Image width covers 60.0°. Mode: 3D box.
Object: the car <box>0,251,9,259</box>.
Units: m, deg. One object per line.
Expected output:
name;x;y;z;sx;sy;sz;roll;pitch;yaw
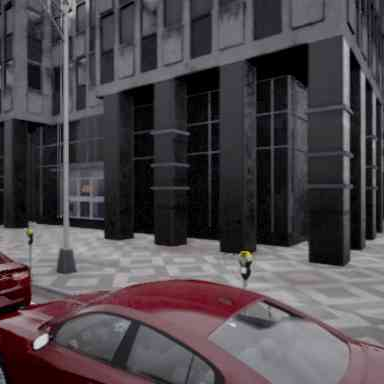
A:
car;-4.918;1.585;6.450;4.507;1.381;1.887;0;0;35

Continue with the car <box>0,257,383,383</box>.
car;-0.318;1.555;3.185;4.507;1.381;1.887;0;0;35
